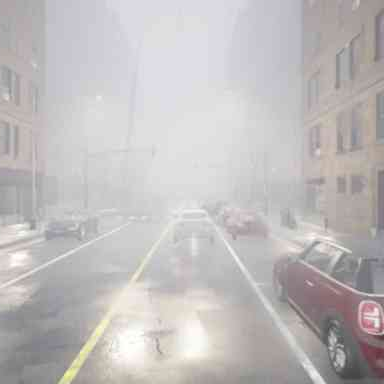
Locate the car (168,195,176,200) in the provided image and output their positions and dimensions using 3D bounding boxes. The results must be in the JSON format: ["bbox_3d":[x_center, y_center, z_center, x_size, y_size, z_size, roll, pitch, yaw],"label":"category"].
[{"bbox_3d":[-5.536,1.541,90.996,1.947,1.339,4.313,0,0,0],"label":"car"}]

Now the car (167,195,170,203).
[{"bbox_3d":[-5.671,1.424,62.655,1.967,1.590,4.097,0,0,0],"label":"car"}]

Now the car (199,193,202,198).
[{"bbox_3d":[2.882,1.423,68.287,1.967,1.590,4.097,0,0,0],"label":"car"}]

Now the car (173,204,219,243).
[{"bbox_3d":[0.089,1.519,15.985,1.812,1.442,4.674,0,0,0],"label":"car"}]

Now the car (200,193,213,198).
[{"bbox_3d":[2.828,1.425,56.949,1.967,1.590,4.097,0,0,0],"label":"car"}]

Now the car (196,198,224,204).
[{"bbox_3d":[2.718,1.520,31.954,1.812,1.442,4.674,-1,-1,40],"label":"car"}]

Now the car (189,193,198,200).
[{"bbox_3d":[0.306,1.521,87.354,1.994,1.385,4.181,0,0,0],"label":"car"}]

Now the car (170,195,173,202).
[{"bbox_3d":[-5.643,1.549,68.324,1.947,1.339,4.313,0,0,0],"label":"car"}]

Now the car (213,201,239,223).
[{"bbox_3d":[2.675,1.542,22.299,2.008,1.369,4.403,0,0,0],"label":"car"}]

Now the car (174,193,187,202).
[{"bbox_3d":[-2.745,1.481,76.865,1.837,1.490,4.892,0,0,0],"label":"car"}]

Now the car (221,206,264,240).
[{"bbox_3d":[2.673,1.575,16.705,1.802,1.307,4.206,0,0,0],"label":"car"}]

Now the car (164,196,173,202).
[{"bbox_3d":[-5.590,1.546,79.660,1.947,1.339,4.313,0,0,0],"label":"car"}]

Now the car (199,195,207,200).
[{"bbox_3d":[2.990,1.525,90.964,2.008,1.369,4.403,0,0,0],"label":"car"}]

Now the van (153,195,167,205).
[{"bbox_3d":[-5.698,1.326,56.987,1.690,1.788,3.998,0,0,0],"label":"van"}]

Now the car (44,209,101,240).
[{"bbox_3d":[-5.853,1.544,16.702,2.008,1.369,4.403,0,0,0],"label":"car"}]

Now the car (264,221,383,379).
[{"bbox_3d":[2.669,1.437,5.516,1.967,1.590,4.097,0,0,0],"label":"car"}]

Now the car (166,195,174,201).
[{"bbox_3d":[-5.564,1.503,85.158,1.752,1.417,4.829,0,0,0],"label":"car"}]
